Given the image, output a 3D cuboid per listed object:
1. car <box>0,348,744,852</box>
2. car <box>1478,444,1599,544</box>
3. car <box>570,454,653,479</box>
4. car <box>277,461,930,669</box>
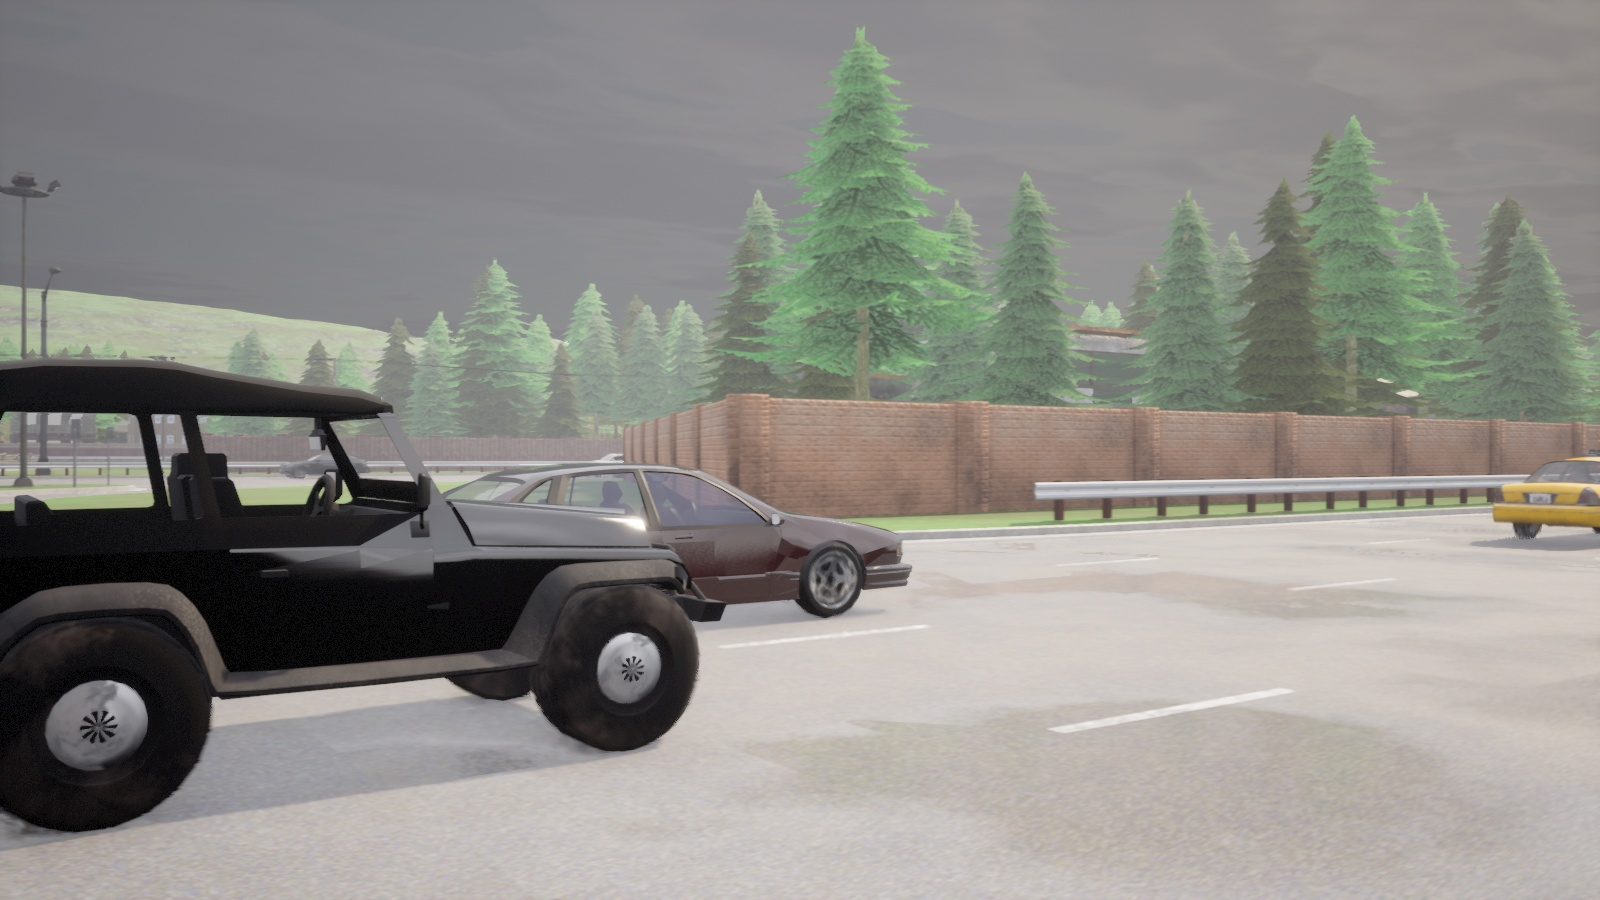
[{"bbox_3d":[-2.426,0.561,6.236,3.866,1.878,1.905,0,0,-35],"label":"car"},{"bbox_3d":[14.224,0.706,22.088,5.366,1.575,1.801,0,0,-35],"label":"car"},{"bbox_3d":[-11.453,0.982,76.372,4.674,1.442,1.812,0,0,-35],"label":"car"},{"bbox_3d":[-1.557,0.823,11.103,5.357,1.411,2.033,0,0,-35],"label":"car"}]
